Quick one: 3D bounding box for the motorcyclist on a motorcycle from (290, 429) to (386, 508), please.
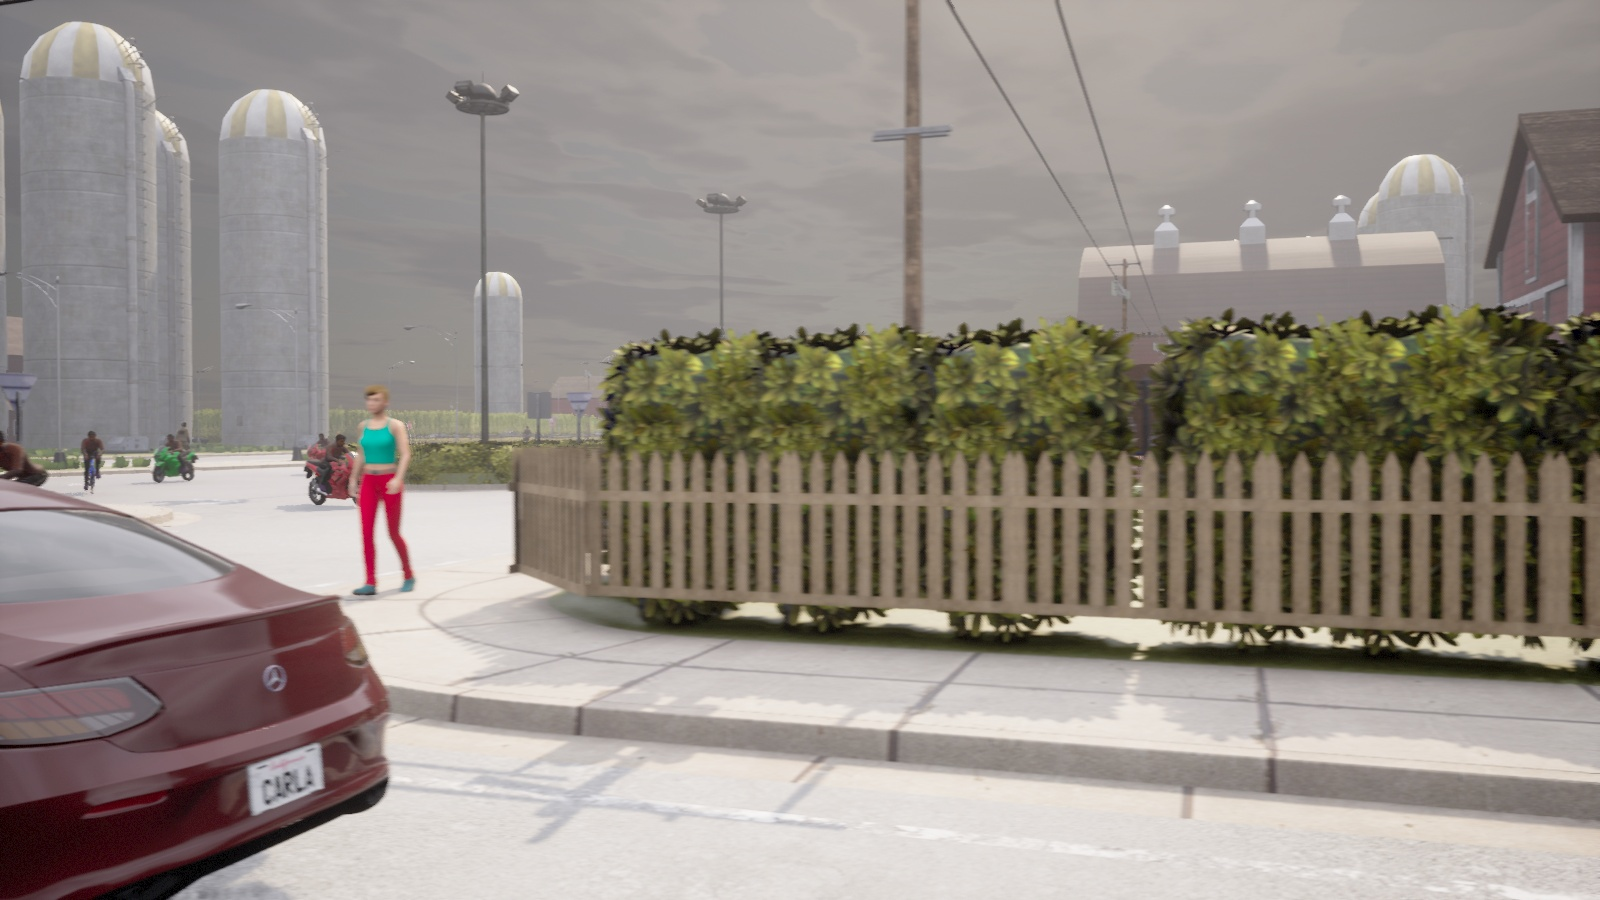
[{"bbox_3d":[-9.582,0.355,26.041,2.044,1.523,0.797,1,4,35],"label":"motorcyclist on a motorcycle"}]

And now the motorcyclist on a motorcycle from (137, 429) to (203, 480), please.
[{"bbox_3d":[-19.651,0.106,39.201,0.797,1.523,2.044,1,2,9],"label":"motorcyclist on a motorcycle"}]

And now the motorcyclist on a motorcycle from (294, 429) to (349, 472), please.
[{"bbox_3d":[-17.631,0.001,46.319,0.797,1.523,2.044,1,1,18],"label":"motorcyclist on a motorcycle"}]

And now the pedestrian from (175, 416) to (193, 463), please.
[{"bbox_3d":[-25.484,-0.445,51.934,0.396,1.930,0.692,0,1,0],"label":"pedestrian"}]

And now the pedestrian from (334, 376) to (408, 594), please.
[{"bbox_3d":[-3.714,0.293,10.899,0.345,1.836,0.594,0,1,13],"label":"pedestrian"}]

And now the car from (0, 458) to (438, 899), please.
[{"bbox_3d":[-3.828,0.766,4.481,4.674,1.442,1.812,1,1,19],"label":"car"}]

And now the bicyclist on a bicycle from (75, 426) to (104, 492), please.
[{"bbox_3d":[-18.100,0.199,31.985,0.582,1.620,1.656,0,1,-31],"label":"bicyclist on a bicycle"}]
